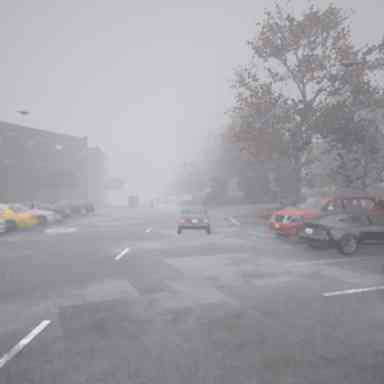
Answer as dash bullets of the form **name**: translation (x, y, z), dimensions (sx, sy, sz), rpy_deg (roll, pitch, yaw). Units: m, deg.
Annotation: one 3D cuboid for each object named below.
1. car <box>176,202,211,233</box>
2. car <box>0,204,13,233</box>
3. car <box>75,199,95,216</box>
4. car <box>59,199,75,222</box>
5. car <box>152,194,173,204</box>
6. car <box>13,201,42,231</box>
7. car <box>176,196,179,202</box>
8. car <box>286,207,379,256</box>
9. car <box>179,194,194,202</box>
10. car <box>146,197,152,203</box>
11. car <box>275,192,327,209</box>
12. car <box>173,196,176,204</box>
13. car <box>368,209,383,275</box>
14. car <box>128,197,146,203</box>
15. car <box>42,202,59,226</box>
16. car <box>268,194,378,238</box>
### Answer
- **car**: translation (0.108, 1.508, 19.327), dimensions (2.033, 1.411, 5.357), rpy_deg (0, 0, 0)
- **car**: translation (-11.413, 1.493, 15.751), dimensions (4.674, 1.452, 2.002), rpy_deg (-1, 0, -20)
- **car**: translation (-11.403, 1.426, 30.416), dimensions (4.892, 1.521, 2.231), rpy_deg (-1, 0, -20)
- **car**: translation (-11.415, 1.437, 24.553), dimensions (4.892, 1.521, 2.231), rpy_deg (-1, 0, -20)
- **car**: translation (-6.086, 1.400, 68.218), dimensions (2.150, 2.045, 5.566), rpy_deg (0, -1, -17)
- **car**: translation (-11.582, 1.446, 18.616), dimensions (5.366, 1.575, 1.946), rpy_deg (-1, 0, -20)
- **car**: translation (-0.995, 1.284, 60.138), dimensions (2.435, 2.045, 5.566), rpy_deg (0, -1, -7)
- **car**: translation (6.428, 1.488, 12.842), dimensions (4.792, 1.488, 2.163), rpy_deg (1, 0, -20)
- **car**: translation (-0.636, 1.477, 54.152), dimensions (2.097, 1.535, 5.008), rpy_deg (0, -1, -1)
- **car**: translation (-8.401, 1.815, 81.471), dimensions (2.231, 1.521, 4.892), rpy_deg (-1, -1, -35)
- **car**: translation (11.977, 0.936, 36.735), dimensions (4.902, 1.511, 2.128), rpy_deg (-3, 1, -2)
- **car**: translation (-5.650, 1.751, 76.599), dimensions (2.097, 1.535, 5.008), rpy_deg (-1, -1, -27)
- **car**: translation (6.374, 1.343, 6.930), dimensions (4.553, 1.767, 2.185), rpy_deg (1, 0, -20)
- **car**: translation (-13.271, 1.908, 82.304), dimensions (1.812, 1.442, 4.674), rpy_deg (-1, -1, -35)
- **car**: translation (-11.411, 1.482, 21.619), dimensions (4.674, 1.452, 2.002), rpy_deg (-1, 0, -20)
- **car**: translation (6.381, 1.201, 15.759), dimensions (5.566, 2.045, 2.435), rpy_deg (1, 0, -20)
